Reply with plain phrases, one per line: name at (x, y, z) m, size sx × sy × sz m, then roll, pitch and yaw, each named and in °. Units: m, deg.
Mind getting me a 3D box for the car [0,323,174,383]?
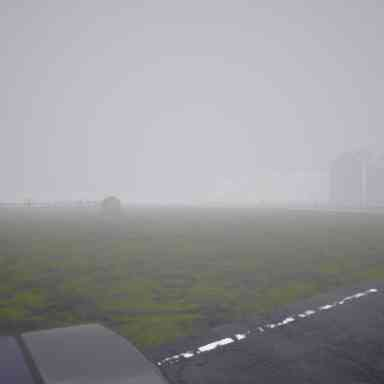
car at (-2.487, 1.547, 1.297) m, size 5.357 × 1.411 × 2.033 m, roll 0°, pitch 0°, yaw -36°
